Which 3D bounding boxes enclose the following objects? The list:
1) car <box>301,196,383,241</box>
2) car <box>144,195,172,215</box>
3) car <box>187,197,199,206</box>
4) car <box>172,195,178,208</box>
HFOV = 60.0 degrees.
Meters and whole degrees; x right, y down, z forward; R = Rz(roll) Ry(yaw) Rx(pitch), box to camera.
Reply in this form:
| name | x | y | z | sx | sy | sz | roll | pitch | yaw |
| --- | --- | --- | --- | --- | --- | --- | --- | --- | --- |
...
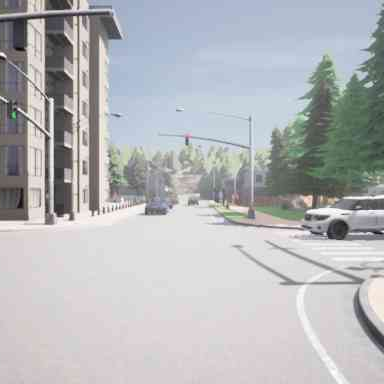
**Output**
| name | x | y | z | sx | sy | sz | roll | pitch | yaw |
| --- | --- | --- | --- | --- | --- | --- | --- | --- | --- |
| car | 8.254 | 1.200 | 16.252 | 5.566 | 2.045 | 2.150 | 0 | 0 | -5 |
| car | -3.475 | 1.335 | 33.412 | 2.097 | 1.767 | 4.553 | 0 | 0 | 0 |
| car | 0.192 | 1.519 | 55.892 | 2.033 | 1.411 | 5.357 | 0 | 0 | 0 |
| car | -3.431 | 1.469 | 43.655 | 2.128 | 1.511 | 4.902 | 0 | 0 | 1 |
